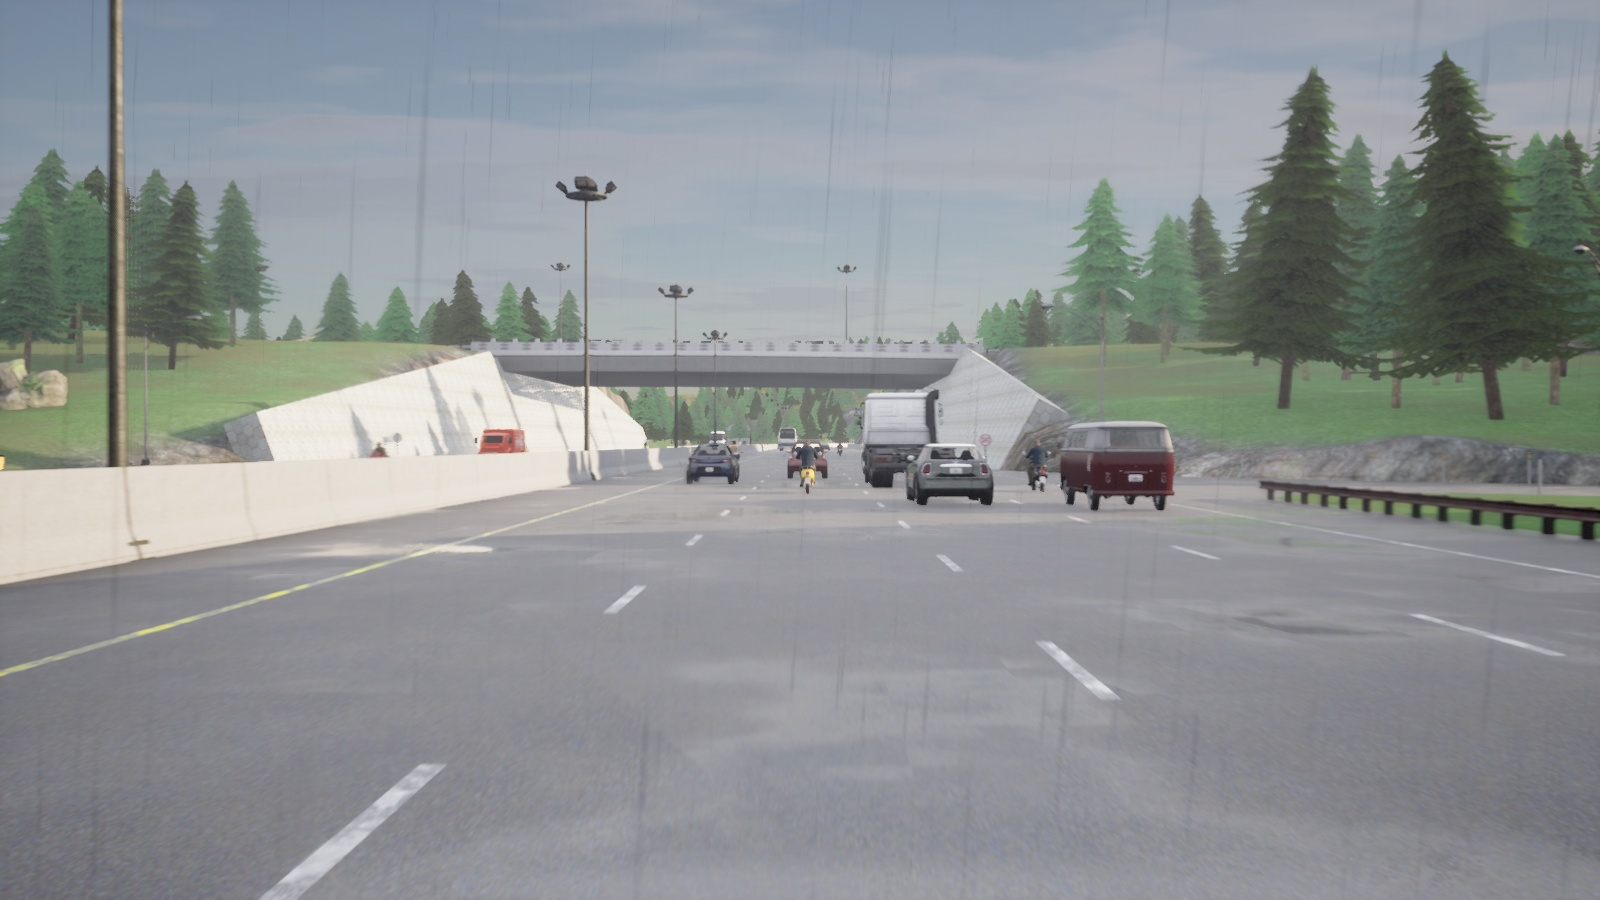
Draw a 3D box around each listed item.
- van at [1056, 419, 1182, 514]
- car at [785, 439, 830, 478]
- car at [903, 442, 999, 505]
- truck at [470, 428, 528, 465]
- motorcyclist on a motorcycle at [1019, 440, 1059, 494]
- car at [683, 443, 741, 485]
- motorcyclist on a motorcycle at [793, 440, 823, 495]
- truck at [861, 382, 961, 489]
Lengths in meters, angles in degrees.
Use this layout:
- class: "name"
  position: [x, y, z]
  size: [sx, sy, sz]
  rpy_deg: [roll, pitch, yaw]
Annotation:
- class: "van"
  position: [7.179, 0.340, 28.717]
  size: [1.775, 1.987, 4.442]
  rpy_deg: [0, 0, 0]
- class: "car"
  position: [0.322, 0.336, 54.004]
  size: [1.851, 1.617, 3.988]
  rpy_deg: [0, 0, 0]
- class: "car"
  position: [3.693, 0.536, 31.304]
  size: [1.970, 1.475, 3.806]
  rpy_deg: [0, 0, 0]
- class: "truck"
  position: [-20.497, -0.249, 85.768]
  size: [2.627, 2.467, 5.204]
  rpy_deg: [0, 0, 0]
- class: "motorcyclist on a motorcycle"
  position: [7.232, 0.488, 38.053]
  size: [0.866, 1.590, 1.817]
  rpy_deg: [0, 0, 0]
- class: "car"
  position: [-3.220, 0.491, 46.631]
  size: [1.816, 1.474, 4.193]
  rpy_deg: [0, 0, 0]
- class: "motorcyclist on a motorcycle"
  position: [0.227, 0.487, 37.204]
  size: [0.866, 1.590, 1.817]
  rpy_deg: [0, 0, 0]
- class: "truck"
  position: [3.769, -0.487, 44.492]
  size: [2.891, 3.462, 7.936]
  rpy_deg: [0, 0, 0]
